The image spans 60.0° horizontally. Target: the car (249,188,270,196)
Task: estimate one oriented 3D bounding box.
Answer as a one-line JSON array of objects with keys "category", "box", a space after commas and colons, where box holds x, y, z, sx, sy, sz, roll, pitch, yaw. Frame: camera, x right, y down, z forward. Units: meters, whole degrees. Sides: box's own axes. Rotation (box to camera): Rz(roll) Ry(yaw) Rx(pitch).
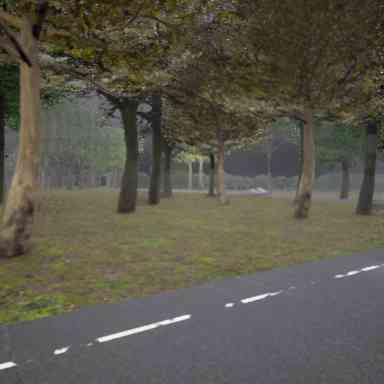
[{"category": "car", "box": [13.086, -0.090, 64.591, 1.812, 1.442, 4.674, 1, 2, -32]}]
